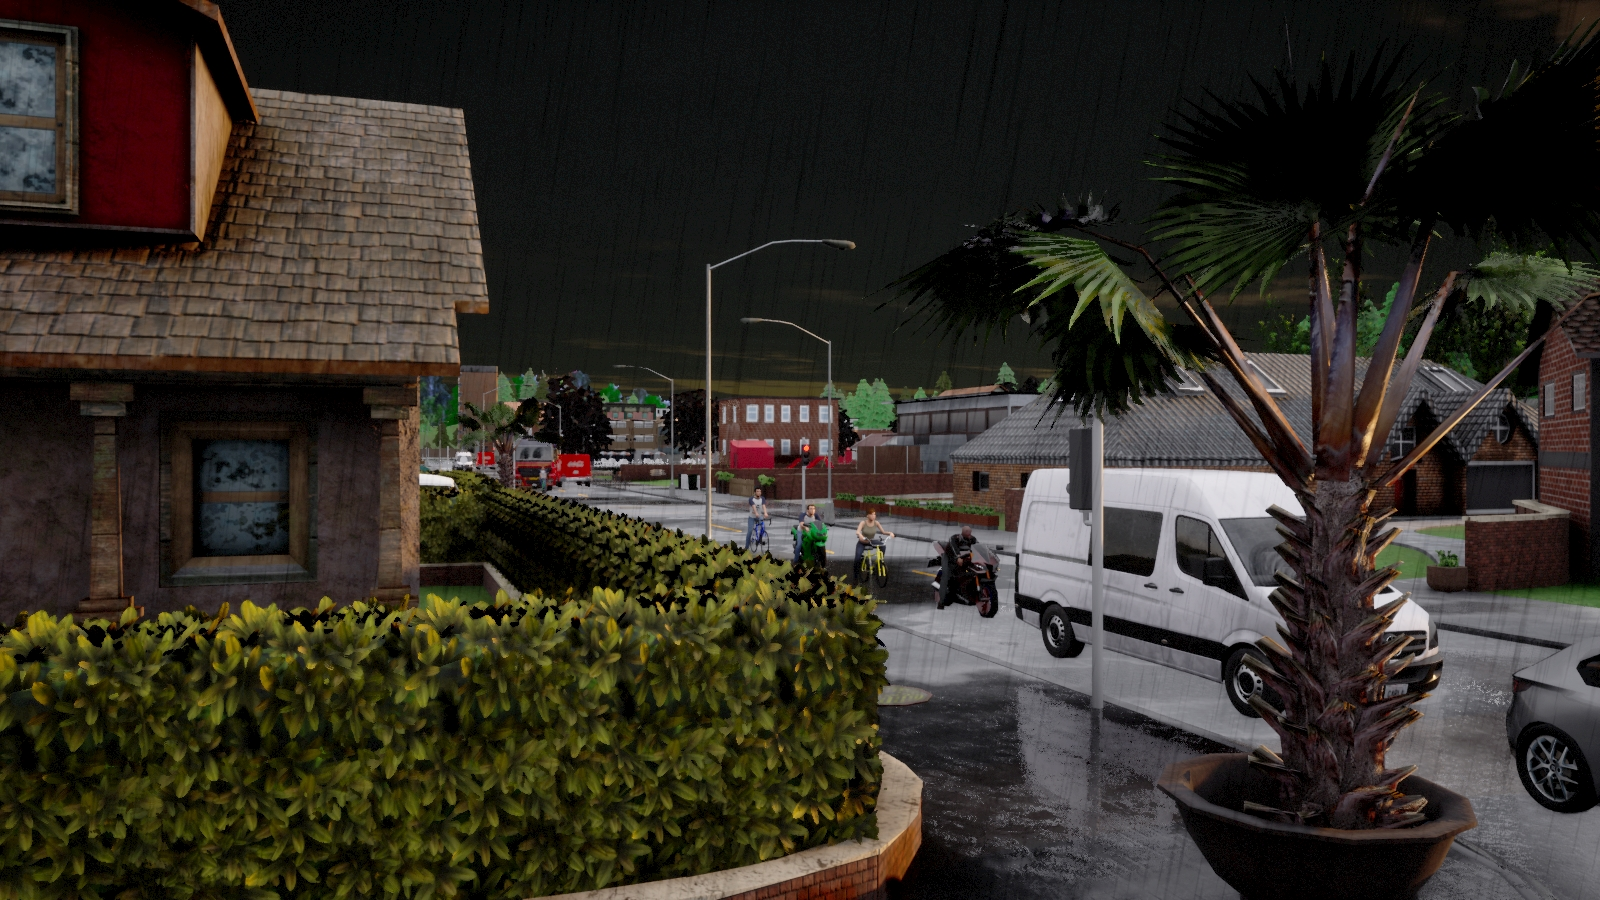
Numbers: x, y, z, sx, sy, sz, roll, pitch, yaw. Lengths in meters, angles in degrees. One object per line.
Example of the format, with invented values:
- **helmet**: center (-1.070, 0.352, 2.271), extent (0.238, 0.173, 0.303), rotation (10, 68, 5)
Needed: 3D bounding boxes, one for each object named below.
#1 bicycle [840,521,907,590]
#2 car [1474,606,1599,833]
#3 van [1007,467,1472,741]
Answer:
- **bicycle**: center (1.505, 2.162, 23.648), extent (0.859, 1.276, 1.487), rotation (0, 0, -19)
- **car**: center (6.934, 2.069, 7.650), extent (1.816, 1.474, 4.193), rotation (0, 0, -12)
- **van**: center (4.966, 1.538, 14.186), extent (1.988, 2.561, 5.915), rotation (0, 0, -20)
